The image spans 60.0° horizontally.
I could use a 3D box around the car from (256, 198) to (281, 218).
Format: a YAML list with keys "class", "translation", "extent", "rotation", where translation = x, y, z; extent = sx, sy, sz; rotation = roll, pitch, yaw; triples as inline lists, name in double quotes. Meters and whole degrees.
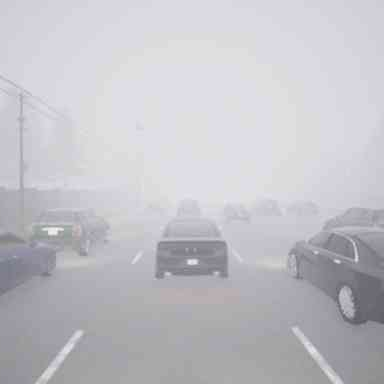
- class: "car"
  translation: [6.701, 1.353, 30.777]
  extent: [2.097, 1.767, 4.553]
  rotation: [0, 0, -1]

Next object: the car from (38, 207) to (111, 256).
- class: "car"
  translation: [-4.716, 1.389, 13.330]
  extent: [2.097, 1.767, 4.553]
  rotation: [0, 0, -1]

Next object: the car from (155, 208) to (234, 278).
- class: "car"
  translation: [-0.023, 1.489, 10.244]
  extent: [1.882, 1.535, 5.008]
  rotation: [0, 0, -1]

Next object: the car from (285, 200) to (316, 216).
- class: "car"
  translation: [10.199, 1.476, 31.089]
  extent: [2.128, 1.511, 4.902]
  rotation: [0, 0, -1]

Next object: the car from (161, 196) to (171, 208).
- class: "car"
  translation: [-4.124, 1.424, 48.342]
  extent: [2.097, 1.767, 4.553]
  rotation: [0, 0, -1]

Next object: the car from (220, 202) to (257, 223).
- class: "car"
  translation: [3.273, 1.559, 25.590]
  extent: [2.033, 1.411, 5.357]
  rotation: [0, 0, -1]

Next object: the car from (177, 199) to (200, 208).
- class: "car"
  translation: [-0.297, 1.387, 30.684]
  extent: [2.097, 1.767, 4.553]
  rotation: [0, 0, -1]

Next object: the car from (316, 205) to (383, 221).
- class: "car"
  translation: [6.939, 1.333, 13.092]
  extent: [2.097, 1.767, 4.553]
  rotation: [0, 0, -1]

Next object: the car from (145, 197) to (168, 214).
- class: "car"
  translation: [-3.939, 1.584, 35.688]
  extent: [1.812, 1.442, 4.674]
  rotation: [0, 0, 0]

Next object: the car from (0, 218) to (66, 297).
- class: "car"
  translation: [-4.634, 1.557, 7.360]
  extent: [1.812, 1.442, 4.674]
  rotation: [0, 0, -1]

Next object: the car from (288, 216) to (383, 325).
- class: "car"
  translation: [3.521, 1.496, 7.065]
  extent: [1.837, 1.490, 4.892]
  rotation: [0, 0, -1]
